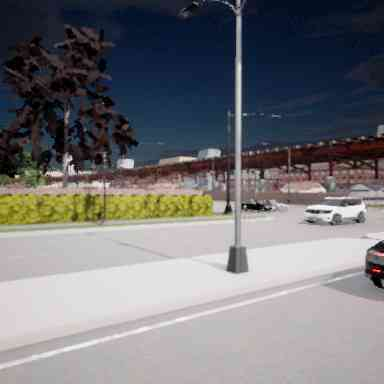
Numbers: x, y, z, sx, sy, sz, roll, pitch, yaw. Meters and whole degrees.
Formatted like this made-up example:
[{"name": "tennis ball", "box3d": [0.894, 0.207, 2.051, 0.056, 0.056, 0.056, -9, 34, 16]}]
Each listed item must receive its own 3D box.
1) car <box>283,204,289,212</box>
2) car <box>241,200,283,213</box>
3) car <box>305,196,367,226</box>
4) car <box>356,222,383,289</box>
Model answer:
[{"name": "car", "box3d": [10.266, 1.733, 42.689, 1.812, 1.442, 4.674, 0, 0, -35]}, {"name": "car", "box3d": [7.928, 1.677, 39.933, 2.128, 1.511, 4.902, 0, 0, -35]}, {"name": "car", "box3d": [10.828, 1.367, 24.830, 5.566, 2.045, 2.150, 0, 1, -35]}, {"name": "car", "box3d": [6.140, 1.552, 8.125, 4.902, 1.511, 2.128, 0, 0, -35]}]
